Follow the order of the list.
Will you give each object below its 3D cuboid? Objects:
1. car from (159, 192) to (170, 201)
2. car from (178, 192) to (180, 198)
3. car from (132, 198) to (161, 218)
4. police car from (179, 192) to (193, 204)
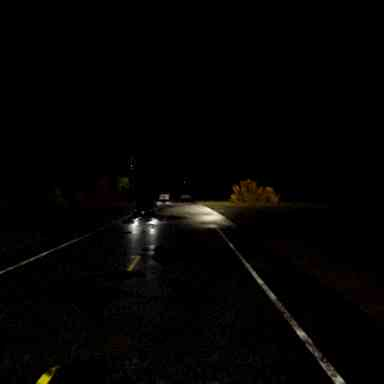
[{"bbox_3d":[-5.948,0.945,71.703,2.150,2.045,5.566,0,0,-3],"label":"car"},{"bbox_3d":[-1.714,1.285,77.884,1.882,1.535,5.008,0,0,-3],"label":"car"},{"bbox_3d":[-4.086,1.461,29.606,1.837,1.490,4.892,0,0,-2],"label":"car"},{"bbox_3d":[-0.887,1.287,62.016,1.930,1.638,5.238,0,0,-3],"label":"police car"}]
